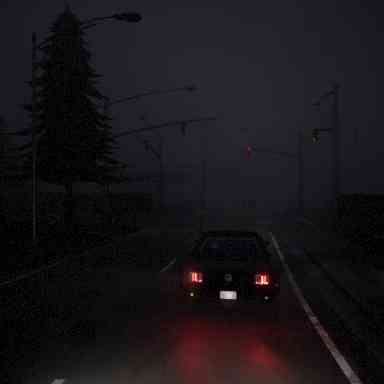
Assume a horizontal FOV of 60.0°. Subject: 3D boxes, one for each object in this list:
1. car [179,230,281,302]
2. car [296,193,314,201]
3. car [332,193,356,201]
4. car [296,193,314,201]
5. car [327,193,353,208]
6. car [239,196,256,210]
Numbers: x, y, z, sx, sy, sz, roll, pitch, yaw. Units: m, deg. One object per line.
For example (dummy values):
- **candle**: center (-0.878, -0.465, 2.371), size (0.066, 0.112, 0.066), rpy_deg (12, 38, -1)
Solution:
- **car**: center (0.979, 1.601, 8.289), size (1.895, 1.301, 4.718), rpy_deg (0, 0, 8)
- **car**: center (26.057, 1.361, 76.777), size (3.806, 1.475, 1.970), rpy_deg (0, 0, 10)
- **car**: center (34.415, 1.097, 75.350), size (4.605, 1.855, 1.932), rpy_deg (0, 0, 10)
- **car**: center (27.233, 1.077, 79.946), size (3.866, 1.878, 1.905), rpy_deg (0, 0, 10)
- **car**: center (20.189, 1.330, 43.026), size (5.027, 1.636, 2.152), rpy_deg (0, 0, 10)
- **car**: center (7.177, 1.352, 43.231), size (2.097, 1.767, 4.553), rpy_deg (0, 0, 10)
